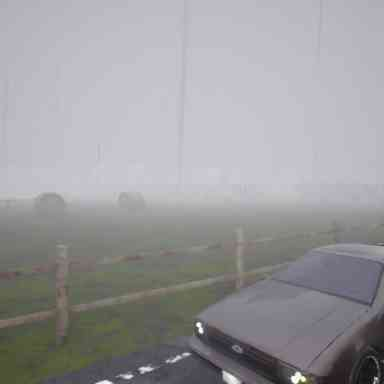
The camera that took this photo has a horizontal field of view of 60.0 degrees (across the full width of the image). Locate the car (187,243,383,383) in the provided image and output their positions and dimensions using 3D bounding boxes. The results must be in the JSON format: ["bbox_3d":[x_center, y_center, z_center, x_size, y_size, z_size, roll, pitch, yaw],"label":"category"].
[{"bbox_3d":[2.537,1.549,5.022,5.357,1.411,2.033,0,0,-37],"label":"car"}]
